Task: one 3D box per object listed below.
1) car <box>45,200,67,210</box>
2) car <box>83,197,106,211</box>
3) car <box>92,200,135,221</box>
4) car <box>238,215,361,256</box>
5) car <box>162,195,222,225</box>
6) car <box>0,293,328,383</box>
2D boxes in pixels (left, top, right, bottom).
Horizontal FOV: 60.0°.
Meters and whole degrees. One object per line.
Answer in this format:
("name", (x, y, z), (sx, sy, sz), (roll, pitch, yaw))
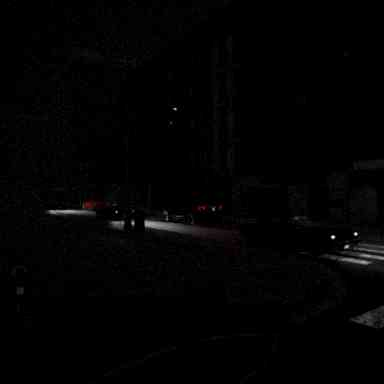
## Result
("car", (-18.715, 1.731, 45.763), (1.895, 1.301, 4.718), (0, 0, -35))
("car", (-11.913, 1.450, 41.128), (2.097, 1.767, 4.553), (0, 0, -35))
("car", (-6.667, 1.670, 28.668), (1.895, 1.301, 4.718), (0, 0, -35))
("car", (4.143, 1.619, 13.468), (1.895, 1.301, 4.718), (0, 0, -35))
("car", (-0.120, 1.262, 24.551), (2.150, 2.045, 5.566), (0, 0, -35))
("car", (-0.852, 1.566, 2.205), (4.313, 1.339, 1.947), (0, 0, -35))
